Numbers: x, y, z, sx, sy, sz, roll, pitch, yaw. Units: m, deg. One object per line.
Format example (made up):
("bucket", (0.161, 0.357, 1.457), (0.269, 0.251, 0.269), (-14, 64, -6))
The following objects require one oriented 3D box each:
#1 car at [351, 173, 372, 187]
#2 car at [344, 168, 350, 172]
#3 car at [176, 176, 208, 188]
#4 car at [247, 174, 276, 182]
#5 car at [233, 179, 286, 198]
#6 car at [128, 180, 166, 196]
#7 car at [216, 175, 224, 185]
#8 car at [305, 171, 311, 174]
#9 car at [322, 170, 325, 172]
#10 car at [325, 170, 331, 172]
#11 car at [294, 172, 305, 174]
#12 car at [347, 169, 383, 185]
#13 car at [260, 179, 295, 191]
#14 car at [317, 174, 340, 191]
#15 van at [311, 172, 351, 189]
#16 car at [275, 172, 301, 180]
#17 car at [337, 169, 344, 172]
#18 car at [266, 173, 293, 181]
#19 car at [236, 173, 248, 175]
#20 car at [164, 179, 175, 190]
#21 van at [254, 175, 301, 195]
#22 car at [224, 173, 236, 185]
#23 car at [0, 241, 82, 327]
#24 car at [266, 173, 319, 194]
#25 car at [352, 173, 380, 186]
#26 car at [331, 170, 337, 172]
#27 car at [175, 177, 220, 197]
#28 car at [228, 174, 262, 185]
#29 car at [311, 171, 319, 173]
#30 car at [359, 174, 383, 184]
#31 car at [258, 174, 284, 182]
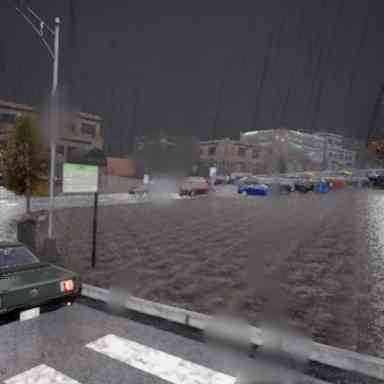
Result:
("car", (24.141, -1.602, 50.716), (4.892, 1.521, 2.231), (3, 7, 31))
("car", (36.141, -4.619, 83.429), (5.008, 1.535, 2.097), (2, 5, 31))
("car", (0.025, -1.689, 53.485), (4.553, 1.767, 2.185), (1, 5, 30))
("car", (13.534, -2.740, 64.812), (5.008, 1.535, 2.097), (1, 5, 30))
("car", (7.626, -0.238, 37.797), (5.008, 1.535, 2.097), (3, 6, 32))
("car", (-5.899, -0.365, 41.903), (4.181, 1.385, 1.994), (-5, 7, -40))
("car", (2.234, -1.732, 55.418), (4.792, 1.488, 2.163), (1, 5, 30))
("car", (22.569, -3.517, 72.267), (4.892, 1.521, 2.231), (1, 5, 30))
("car", (27.109, -4.028, 75.970), (4.553, 1.767, 2.185), (1, 5, 31))
("car", (29.352, -4.053, 77.868), (4.674, 1.452, 2.002), (1, 5, 31))
("car", (17.746, -2.479, 59.965), (4.553, 1.767, 2.097), (-5, 7, -40))
("car", (28.859, -2.248, 54.433), (5.566, 2.045, 2.435), (3, 6, 31))
("car", (11.935, -1.068, 46.764), (1.812, 1.442, 4.674), (-4, 6, -33))
("car", (17.039, -1.143, 45.169), (4.553, 1.767, 2.185), (3, 6, 32))
("van", (19.525, -1.431, 46.931), (4.442, 1.987, 1.878), (3, 6, 32))
("car", (20.310, -3.323, 70.407), (4.892, 1.521, 2.231), (1, 5, 30))
("car", (33.884, -4.450, 81.566), (5.008, 1.535, 2.097), (1, 5, 31))
("car", (18.045, -3.130, 68.551), (5.008, 1.535, 2.097), (1, 5, 30))
("car", (6.774, -2.155, 59.184), (5.008, 1.535, 2.097), (1, 5, 30))
("car", (-4.508, -1.131, 49.735), (4.674, 1.452, 2.002), (1, 5, 30))
("van", (10.086, -0.651, 39.553), (4.442, 1.987, 1.878), (3, 6, 32))
("car", (4.541, -2.082, 57.262), (4.553, 1.767, 2.185), (1, 5, 30))
("car", (-4.358, 1.648, 6.608), (4.718, 1.301, 1.895), (0, 0, 36))
("car", (12.317, -0.878, 41.463), (5.566, 2.045, 2.435), (3, 7, 32))
("car", (26.511, -1.770, 52.581), (4.792, 1.488, 2.163), (3, 6, 31))
("car", (31.634, -4.398, 79.685), (4.553, 1.767, 2.185), (1, 5, 31))
("car", (0.704, -0.463, 39.689), (4.553, 1.767, 2.097), (-5, 7, -39))
("car", (8.724, -1.635, 53.414), (4.892, 1.490, 1.837), (-4, 6, -33))
("car", (24.829, -3.712, 74.133), (5.008, 1.535, 2.097), (1, 5, 30))
("car", (31.175, -2.197, 56.362), (4.892, 1.521, 2.231), (3, 6, 31))
("car", (15.819, -2.905, 66.663), (4.792, 1.488, 2.163), (1, 5, 30))
